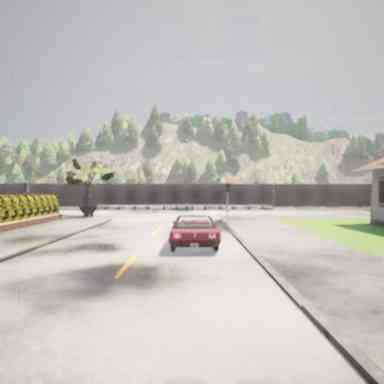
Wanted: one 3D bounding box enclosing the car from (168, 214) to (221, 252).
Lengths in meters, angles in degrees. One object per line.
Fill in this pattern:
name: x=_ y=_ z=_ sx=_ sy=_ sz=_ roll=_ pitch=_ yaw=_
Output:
car: x=0.096 y=1.566 z=13.785 sx=1.895 sy=1.301 sz=4.718 roll=0 pitch=0 yaw=0
